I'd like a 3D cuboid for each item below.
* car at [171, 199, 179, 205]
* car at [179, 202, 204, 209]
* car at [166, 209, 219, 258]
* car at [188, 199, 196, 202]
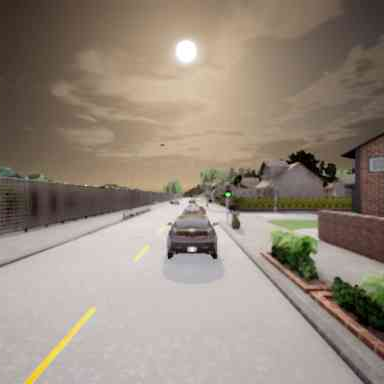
[{"bbox_3d":[-3.982,2.423,79.114,1.812,1.442,4.674,0,-1,0],"label":"car"},{"bbox_3d":[0.285,1.854,28.840,1.812,1.442,4.674,0,0,7],"label":"car"},{"bbox_3d":[0.019,1.662,13.477,1.837,1.490,4.892,0,0,0],"label":"car"},{"bbox_3d":[0.019,2.340,81.230,1.812,1.442,4.674,0,-1,0],"label":"car"}]
